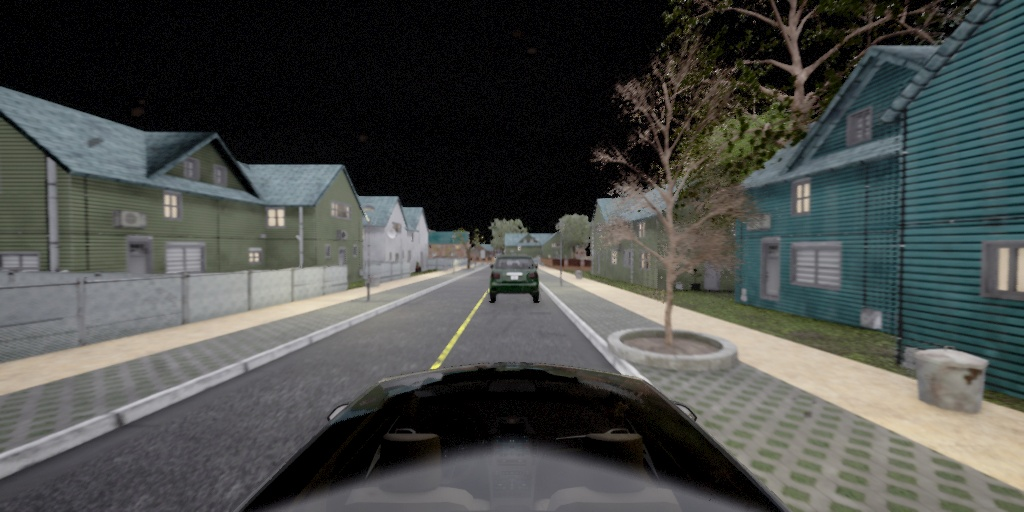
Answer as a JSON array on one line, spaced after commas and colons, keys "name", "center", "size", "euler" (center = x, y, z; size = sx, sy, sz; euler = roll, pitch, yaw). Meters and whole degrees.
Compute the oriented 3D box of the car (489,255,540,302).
[{"name": "car", "center": [0.101, 0.970, 17.150], "size": [2.150, 2.045, 5.566], "euler": [0, 0, 0]}]
